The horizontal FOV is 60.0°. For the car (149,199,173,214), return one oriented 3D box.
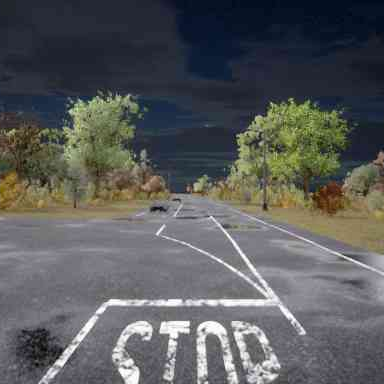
[{"bbox_3d":[-3.437,1.637,35.661,1.895,1.301,4.718,0,0,0],"label":"car"}]

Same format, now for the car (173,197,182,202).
[{"bbox_3d":[-3.421,1.686,75.500,1.895,1.301,4.718,0,0,3],"label":"car"}]
